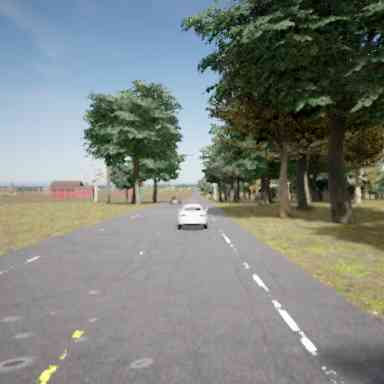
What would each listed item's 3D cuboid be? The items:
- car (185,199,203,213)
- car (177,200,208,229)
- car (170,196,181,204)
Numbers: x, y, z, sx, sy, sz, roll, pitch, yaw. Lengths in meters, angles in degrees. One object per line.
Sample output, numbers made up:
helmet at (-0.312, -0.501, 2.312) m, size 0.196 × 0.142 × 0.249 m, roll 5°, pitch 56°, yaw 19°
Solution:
car at (0.270, 1.544, 37.564) m, size 1.895 × 1.301 × 4.718 m, roll 0°, pitch 0°, yaw 1°
car at (0.051, 1.496, 21.492) m, size 1.812 × 1.442 × 4.674 m, roll 0°, pitch 0°, yaw 1°
car at (-2.917, 1.516, 60.921) m, size 1.812 × 1.442 × 4.674 m, roll 0°, pitch -1°, yaw 1°
